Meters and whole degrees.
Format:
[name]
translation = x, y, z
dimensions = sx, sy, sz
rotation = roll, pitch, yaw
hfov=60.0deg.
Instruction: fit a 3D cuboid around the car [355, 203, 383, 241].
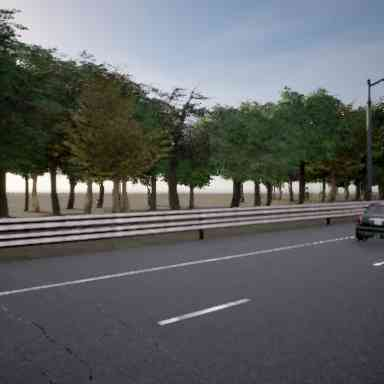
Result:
[car]
translation = 9.220, 1.237, 14.625
dimensions = 4.553, 1.767, 2.097
rotation = -1, 0, -36
